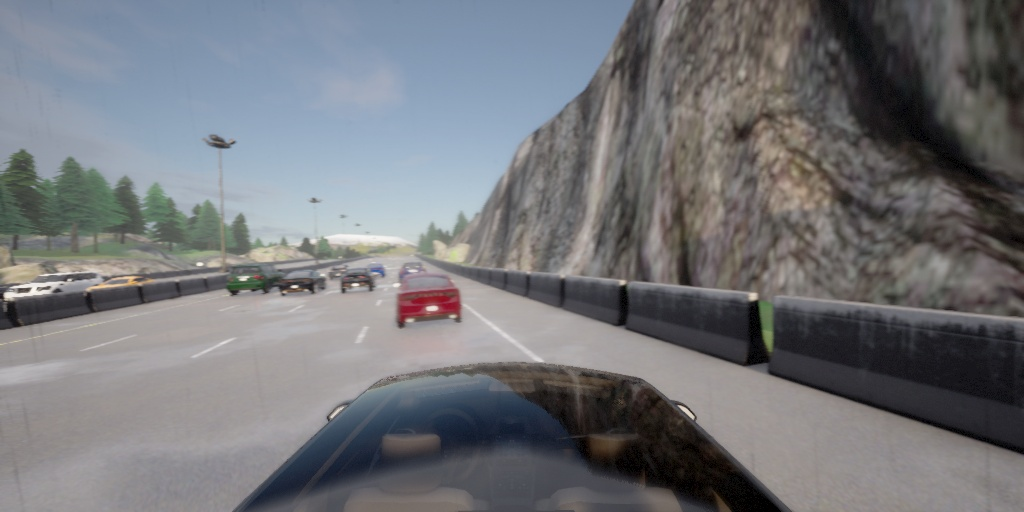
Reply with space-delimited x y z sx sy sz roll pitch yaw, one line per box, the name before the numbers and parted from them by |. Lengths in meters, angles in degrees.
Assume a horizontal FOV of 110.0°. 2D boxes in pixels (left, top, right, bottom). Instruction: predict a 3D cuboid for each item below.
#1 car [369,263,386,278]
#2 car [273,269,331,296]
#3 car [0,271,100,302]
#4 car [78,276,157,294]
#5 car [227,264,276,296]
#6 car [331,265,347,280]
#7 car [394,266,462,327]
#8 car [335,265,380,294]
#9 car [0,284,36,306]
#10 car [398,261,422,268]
car | -14.383 1.505 37.819 1.882 1.535 5.008 -3 1 -17
car | -13.795 1.685 23.897 1.882 1.535 5.008 -3 1 -17
car | -32.867 2.232 26.120 2.150 2.045 5.566 -3 1 -17
car | -29.589 2.365 27.412 1.882 1.535 5.008 -3 1 -17
car | -17.917 1.594 25.388 2.150 2.045 5.566 -3 1 -17
car | -18.166 1.676 38.237 2.128 1.511 4.902 -3 1 -17
car | -2.924 1.305 12.205 1.882 1.535 5.008 -3 0 -17
car | -10.118 1.544 23.832 1.837 1.490 4.892 -3 -1 -17
car | -35.973 2.788 24.353 1.895 1.301 4.718 -3 1 -17
car | -8.184 1.236 29.457 2.097 1.767 4.553 -3 1 -17
